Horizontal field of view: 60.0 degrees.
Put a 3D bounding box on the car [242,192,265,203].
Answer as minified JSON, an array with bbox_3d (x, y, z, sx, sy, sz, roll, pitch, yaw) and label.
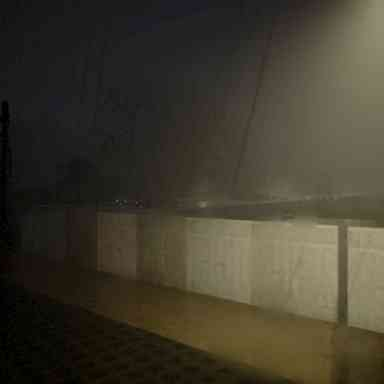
[{"bbox_3d":[10.130,0.851,51.115,1.837,1.490,4.892,3,3,41],"label":"car"}]

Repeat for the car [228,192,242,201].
[{"bbox_3d":[7.646,0.754,53.211,1.994,1.385,4.181,3,3,41],"label":"car"}]

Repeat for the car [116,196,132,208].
[{"bbox_3d":[-6.199,1.022,37.423,1.895,1.301,4.718,3,3,41],"label":"car"}]

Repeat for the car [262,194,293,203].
[{"bbox_3d":[11.274,1.204,42.529,1.812,1.442,4.674,3,3,41],"label":"car"}]

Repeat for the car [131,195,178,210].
[{"bbox_3d":[-3.743,1.165,35.300,1.895,1.301,4.718,3,3,41],"label":"car"}]
